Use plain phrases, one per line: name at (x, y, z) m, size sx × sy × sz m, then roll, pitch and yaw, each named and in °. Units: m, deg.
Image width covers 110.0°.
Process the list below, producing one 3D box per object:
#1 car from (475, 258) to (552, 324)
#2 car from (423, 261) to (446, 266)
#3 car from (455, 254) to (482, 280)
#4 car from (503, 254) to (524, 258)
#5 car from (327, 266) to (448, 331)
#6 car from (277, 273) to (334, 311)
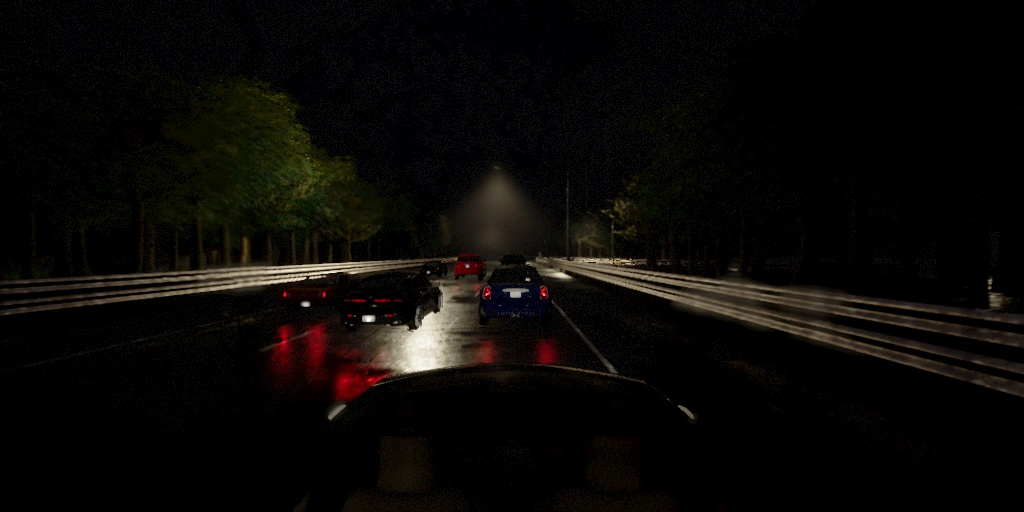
car at (0.099, 1.076, 12.010) m, size 2.097 × 1.767 × 4.553 m, roll 0°, pitch 0°, yaw 0°
car at (-6.915, 1.155, 31.927) m, size 1.812 × 1.442 × 4.674 m, roll 0°, pitch 0°, yaw 0°
car at (-3.402, 0.862, 30.047) m, size 2.150 × 2.045 × 5.566 m, roll 0°, pitch 0°, yaw 0°
car at (0.098, 0.862, 30.050) m, size 2.150 × 2.045 × 5.566 m, roll 0°, pitch 0°, yaw 0°
car at (-3.400, 1.232, 10.920) m, size 1.837 × 1.490 × 4.892 m, roll 0°, pitch 0°, yaw 0°
car at (-6.900, 1.317, 14.218) m, size 1.895 × 1.301 × 4.718 m, roll 0°, pitch 0°, yaw 0°
